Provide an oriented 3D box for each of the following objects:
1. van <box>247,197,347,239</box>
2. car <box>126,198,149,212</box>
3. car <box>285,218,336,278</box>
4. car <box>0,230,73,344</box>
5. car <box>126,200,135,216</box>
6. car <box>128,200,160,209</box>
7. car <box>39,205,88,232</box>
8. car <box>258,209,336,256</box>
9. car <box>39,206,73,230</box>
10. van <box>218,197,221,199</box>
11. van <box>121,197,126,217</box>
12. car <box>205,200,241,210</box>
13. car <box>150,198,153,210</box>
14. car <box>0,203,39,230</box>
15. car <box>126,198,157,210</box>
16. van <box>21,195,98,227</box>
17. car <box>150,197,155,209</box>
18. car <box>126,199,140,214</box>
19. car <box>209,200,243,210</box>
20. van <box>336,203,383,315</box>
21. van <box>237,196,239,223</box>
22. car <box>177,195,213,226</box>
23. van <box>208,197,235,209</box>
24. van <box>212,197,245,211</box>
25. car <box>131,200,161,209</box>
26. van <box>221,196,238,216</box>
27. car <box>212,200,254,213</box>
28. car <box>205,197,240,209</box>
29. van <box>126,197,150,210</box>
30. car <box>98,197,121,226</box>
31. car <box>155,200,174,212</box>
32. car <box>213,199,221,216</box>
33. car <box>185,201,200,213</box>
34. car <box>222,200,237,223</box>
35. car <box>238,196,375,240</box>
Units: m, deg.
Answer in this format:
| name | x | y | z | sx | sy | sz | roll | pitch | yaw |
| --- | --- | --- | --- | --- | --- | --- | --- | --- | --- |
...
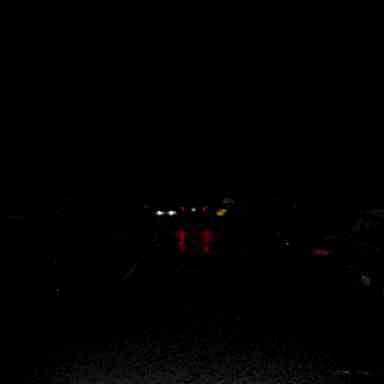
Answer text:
| name | x | y | z | sx | sy | sz | roll | pitch | yaw |
| --- | --- | --- | --- | --- | --- | --- | --- | --- | --- |
| van | 5.158 | 1.275 | 16.823 | 4.442 | 1.987 | 1.878 | 0 | 0 | 0 |
| car | -8.031 | 1.780 | 39.024 | 5.008 | 1.535 | 2.097 | 0 | -1 | 0 |
| car | 5.038 | 1.530 | 8.386 | 4.674 | 1.452 | 2.002 | 0 | 0 | 0 |
| car | -3.605 | 1.564 | 5.043 | 1.994 | 1.385 | 4.181 | 0 | 0 | 0 |
| car | -8.035 | 1.676 | 30.696 | 4.674 | 1.452 | 2.002 | 0 | -1 | 0 |
| car | -8.029 | 2.078 | 55.675 | 5.008 | 1.535 | 2.097 | 0 | -1 | 0 |
| car | -8.036 | 1.541 | 16.837 | 4.674 | 1.452 | 2.002 | 0 | 0 | 0 |
| car | 5.035 | 1.494 | 11.157 | 5.008 | 1.535 | 2.097 | 0 | 0 | 0 |
| car | -8.044 | 1.497 | 14.061 | 5.008 | 1.535 | 2.097 | 0 | 0 | 0 |
| van | 5.160 | 1.455 | 33.301 | 4.442 | 1.987 | 1.878 | 0 | -1 | 0 |
| van | -8.154 | 1.362 | 27.925 | 4.442 | 1.987 | 1.878 | 0 | -1 | 0 |
| car | 4.859 | 2.015 | 52.683 | 5.366 | 1.575 | 1.946 | 0 | -1 | 0 |
| car | -8.034 | 1.916 | 44.575 | 4.674 | 1.452 | 2.002 | 0 | -1 | 0 |
| car | -8.070 | 1.368 | 11.284 | 4.553 | 1.767 | 2.185 | 0 | 0 | 0 |
| car | -8.004 | 1.897 | 52.901 | 4.553 | 1.767 | 2.185 | 0 | -1 | 0 |
| van | -8.155 | 1.278 | 19.613 | 4.442 | 1.987 | 1.878 | 0 | 0 | 0 |
| car | -8.064 | 1.721 | 50.132 | 5.566 | 2.045 | 2.435 | 0 | -1 | 0 |
| car | -8.067 | 1.714 | 33.473 | 4.792 | 1.488 | 2.163 | 0 | -1 | 0 |
| car | 5.038 | 1.969 | 49.916 | 4.892 | 1.521 | 2.231 | 0 | -1 | 0 |
| van | 5.157 | 1.261 | 5.742 | 4.442 | 1.987 | 1.878 | 0 | 0 | 0 |
| van | 5.158 | 1.278 | 19.468 | 4.442 | 1.987 | 1.878 | 0 | 0 | 0 |
| car | 0.105 | 1.269 | 23.997 | 2.150 | 2.045 | 5.566 | 0 | -1 | 0 |
| van | 5.162 | 1.913 | 58.347 | 4.442 | 1.987 | 1.878 | 0 | -1 | 0 |
| van | 5.161 | 1.695 | 47.150 | 4.442 | 1.987 | 1.878 | 0 | -1 | 0 |
| car | -8.029 | 2.143 | 58.446 | 4.892 | 1.521 | 2.231 | 0 | -1 | 0 |
| van | 4.925 | 1.359 | 27.762 | 4.442 | 1.987 | 1.878 | 0 | -1 | 0 |
| car | 5.038 | 1.827 | 41.732 | 5.008 | 1.535 | 2.097 | 0 | -1 | 0 |
| car | 5.072 | 1.821 | 55.456 | 5.566 | 2.045 | 2.435 | 0 | -1 | 0 |
| van | -7.920 | 1.602 | 41.804 | 4.442 | 1.987 | 1.878 | 0 | -1 | 0 |
| car | -8.010 | 1.256 | 22.390 | 5.566 | 2.045 | 2.435 | 0 | 0 | 0 |
| car | -3.583 | 1.905 | 46.413 | 1.882 | 1.535 | 5.008 | 0 | -1 | 0 |
| car | 4.858 | 1.630 | 30.526 | 5.366 | 1.575 | 1.946 | 0 | -1 | 0 |
| car | 0.104 | 1.871 | 42.852 | 1.837 | 1.490 | 4.892 | 0 | -1 | 0 |
| car | 5.047 | 1.537 | 24.988 | 5.008 | 1.535 | 2.097 | 0 | -1 | 0 |
| car | 5.013 | 1.246 | 14.052 | 5.566 | 2.045 | 2.435 | 0 | 0 | 0 |
